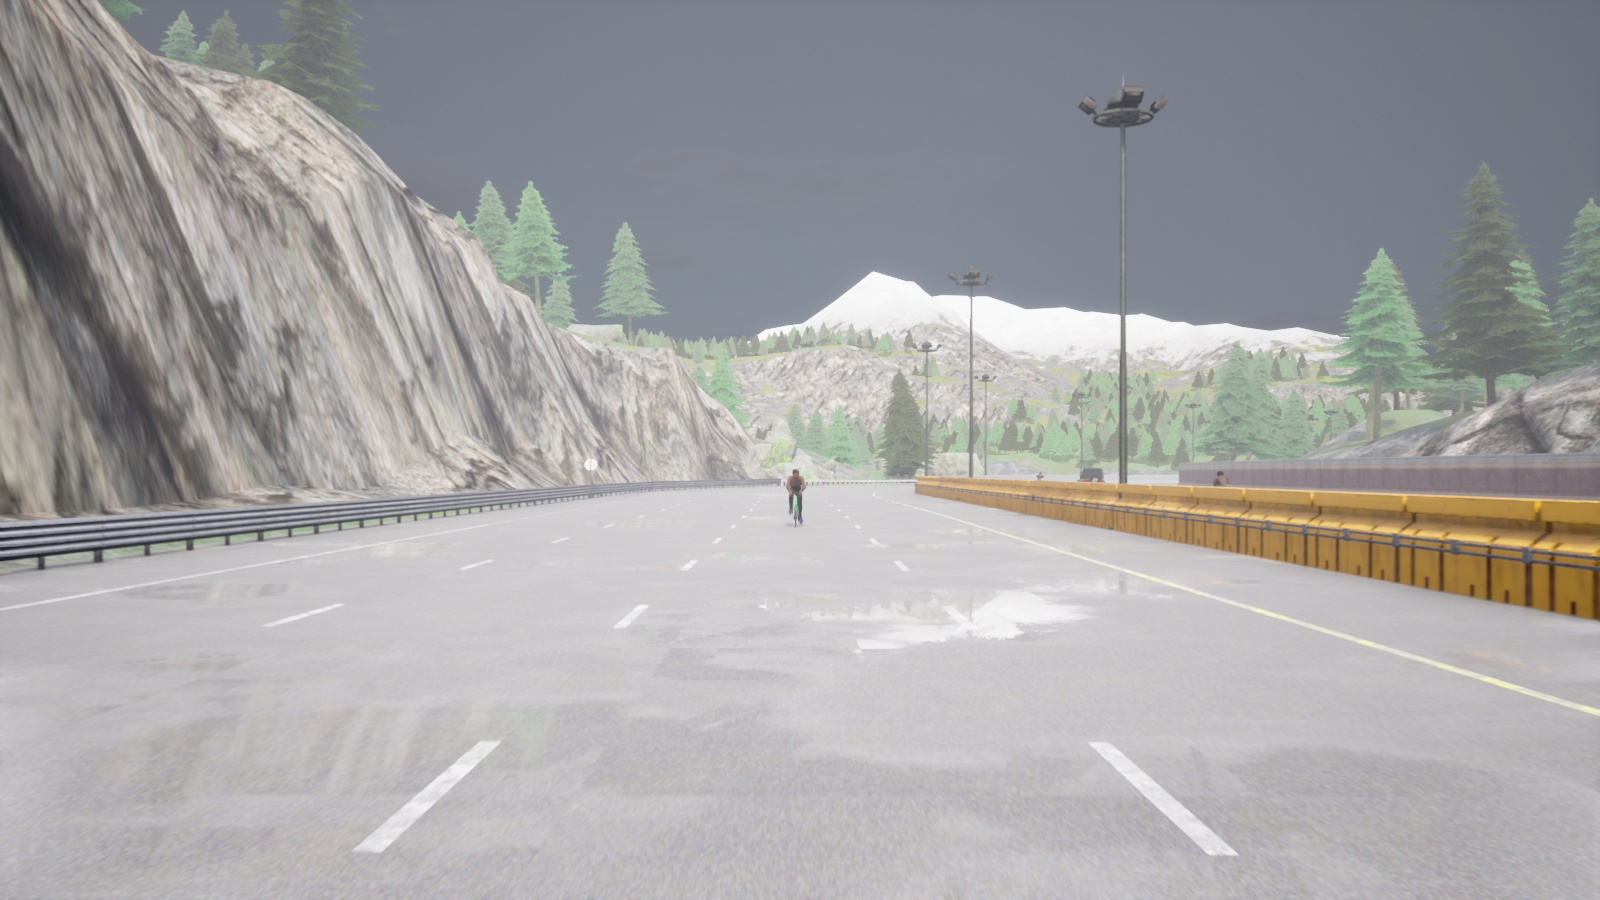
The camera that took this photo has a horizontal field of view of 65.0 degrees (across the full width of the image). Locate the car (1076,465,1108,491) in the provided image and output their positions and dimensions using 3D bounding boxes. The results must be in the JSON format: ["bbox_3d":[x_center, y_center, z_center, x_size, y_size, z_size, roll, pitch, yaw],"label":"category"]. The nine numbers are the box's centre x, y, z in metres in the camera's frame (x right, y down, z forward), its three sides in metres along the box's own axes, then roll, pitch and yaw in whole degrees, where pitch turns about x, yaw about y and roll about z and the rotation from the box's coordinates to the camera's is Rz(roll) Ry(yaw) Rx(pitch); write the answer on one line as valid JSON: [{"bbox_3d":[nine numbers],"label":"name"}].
[{"bbox_3d":[21.632,2.085,93.286,1.905,1.878,3.866,0,-1,7],"label":"car"}]
